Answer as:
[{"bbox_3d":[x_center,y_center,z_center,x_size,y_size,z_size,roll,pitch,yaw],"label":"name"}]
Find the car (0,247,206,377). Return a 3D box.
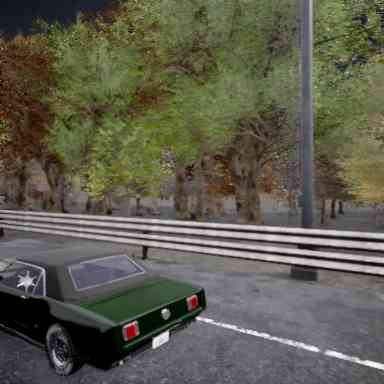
[{"bbox_3d":[-2.202,1.615,5.578,4.718,1.301,1.895,0,0,36],"label":"car"}]
